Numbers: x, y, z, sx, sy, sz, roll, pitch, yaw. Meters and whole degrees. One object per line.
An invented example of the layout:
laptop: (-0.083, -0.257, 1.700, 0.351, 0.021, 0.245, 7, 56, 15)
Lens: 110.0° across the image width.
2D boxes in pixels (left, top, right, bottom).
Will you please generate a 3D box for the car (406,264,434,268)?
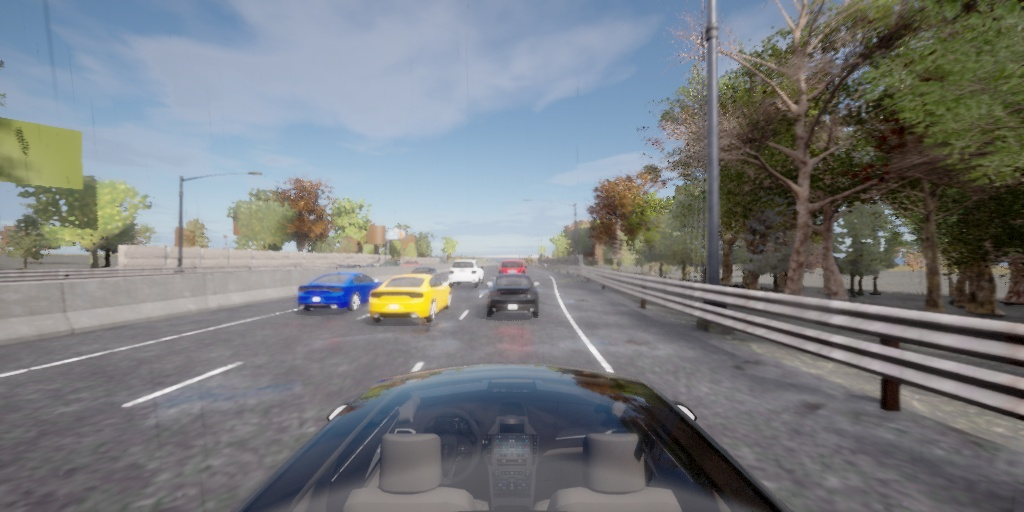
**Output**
car: (-6.956, 1.635, 29.114, 1.837, 1.490, 4.892, 0, 0, 0)

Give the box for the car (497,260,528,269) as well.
car: (0.034, 1.337, 27.989, 2.150, 2.045, 5.566, 0, -1, 1)

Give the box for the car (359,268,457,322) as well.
car: (-3.463, 1.382, 13.063, 1.882, 1.535, 5.008, 0, -1, 0)

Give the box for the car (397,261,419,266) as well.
car: (-17.529, 1.833, 61.904, 2.150, 2.045, 5.566, 0, -1, 1)

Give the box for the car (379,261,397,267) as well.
car: (-21.023, 1.830, 61.746, 2.150, 2.045, 5.566, 0, -1, 1)

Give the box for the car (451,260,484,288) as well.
car: (-3.468, 1.335, 27.907, 2.150, 2.045, 5.566, 0, -1, 1)

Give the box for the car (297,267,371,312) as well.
car: (-6.948, 1.412, 15.248, 1.882, 1.535, 5.008, 0, -1, 0)

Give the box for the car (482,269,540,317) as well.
car: (0.044, 1.425, 14.094, 1.837, 1.490, 4.892, 0, 0, 0)
